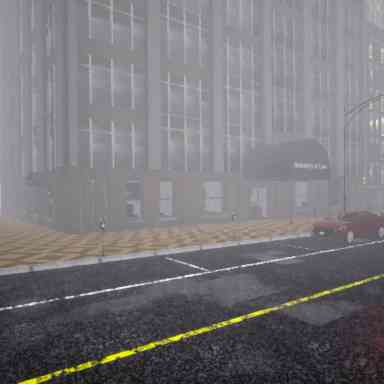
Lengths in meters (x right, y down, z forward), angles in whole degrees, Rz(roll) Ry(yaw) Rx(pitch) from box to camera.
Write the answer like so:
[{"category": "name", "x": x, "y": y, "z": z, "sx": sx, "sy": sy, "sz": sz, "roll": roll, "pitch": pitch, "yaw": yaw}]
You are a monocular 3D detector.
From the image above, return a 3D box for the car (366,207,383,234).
[{"category": "car", "x": 12.101, "y": 1.547, "z": 19.065, "sx": 4.403, "sy": 1.369, "sz": 2.008, "roll": 0, "pitch": -1, "yaw": -35}]

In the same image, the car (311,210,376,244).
[{"category": "car", "x": 7.474, "y": 1.542, "z": 15.764, "sx": 4.507, "sy": 1.381, "sz": 1.887, "roll": 0, "pitch": -1, "yaw": -35}]

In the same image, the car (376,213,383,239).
[{"category": "car", "x": 7.331, "y": 1.218, "z": 8.664, "sx": 5.566, "sy": 2.045, "sz": 2.150, "roll": 0, "pitch": 0, "yaw": -35}]
